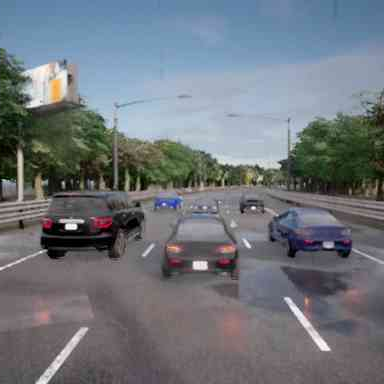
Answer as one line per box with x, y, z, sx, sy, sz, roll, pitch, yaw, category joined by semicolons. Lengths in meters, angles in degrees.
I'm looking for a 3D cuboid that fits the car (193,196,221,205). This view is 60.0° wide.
1.027;1.002;23.832;2.033;1.411;5.357;0;1;5;car

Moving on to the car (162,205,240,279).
0.273;1.311;9.238;1.812;1.442;4.674;0;1;3;car

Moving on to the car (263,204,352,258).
3.883;1.262;11.534;1.812;1.442;4.674;0;1;2;car

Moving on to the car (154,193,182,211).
-2.016;0.806;29.325;1.882;1.535;5.008;0;1;5;car

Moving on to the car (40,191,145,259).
-3.122;0.952;11.629;2.150;2.045;5.566;0;2;3;car

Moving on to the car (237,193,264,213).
4.850;0.882;27.498;1.837;1.490;4.892;0;2;5;car
